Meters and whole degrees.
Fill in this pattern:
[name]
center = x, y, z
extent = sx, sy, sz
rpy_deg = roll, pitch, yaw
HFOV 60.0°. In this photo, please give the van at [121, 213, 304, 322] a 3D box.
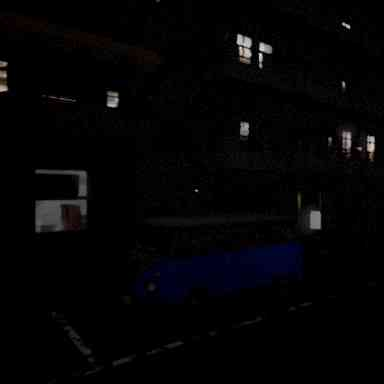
[van]
center = 0.593, 1.360, 6.986
extent = 3.998, 1.788, 1.690
rpy_deg = 0, -1, -35
